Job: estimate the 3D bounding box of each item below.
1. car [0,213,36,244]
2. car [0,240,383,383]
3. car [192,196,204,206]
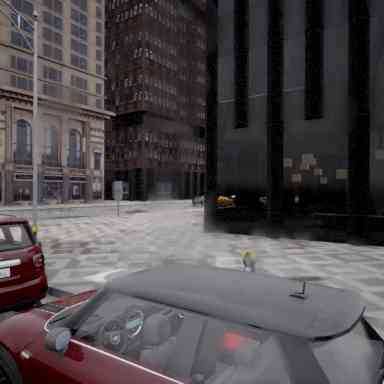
[{"bbox_3d":[-4.821,1.314,6.396,5.009,1.841,2.192,0,0,35],"label":"car"},{"bbox_3d":[-0.259,1.440,3.144,4.097,1.590,1.967,0,0,35],"label":"car"},{"bbox_3d":[1.930,1.374,52.075,2.128,1.511,4.902,0,0,36],"label":"car"}]
